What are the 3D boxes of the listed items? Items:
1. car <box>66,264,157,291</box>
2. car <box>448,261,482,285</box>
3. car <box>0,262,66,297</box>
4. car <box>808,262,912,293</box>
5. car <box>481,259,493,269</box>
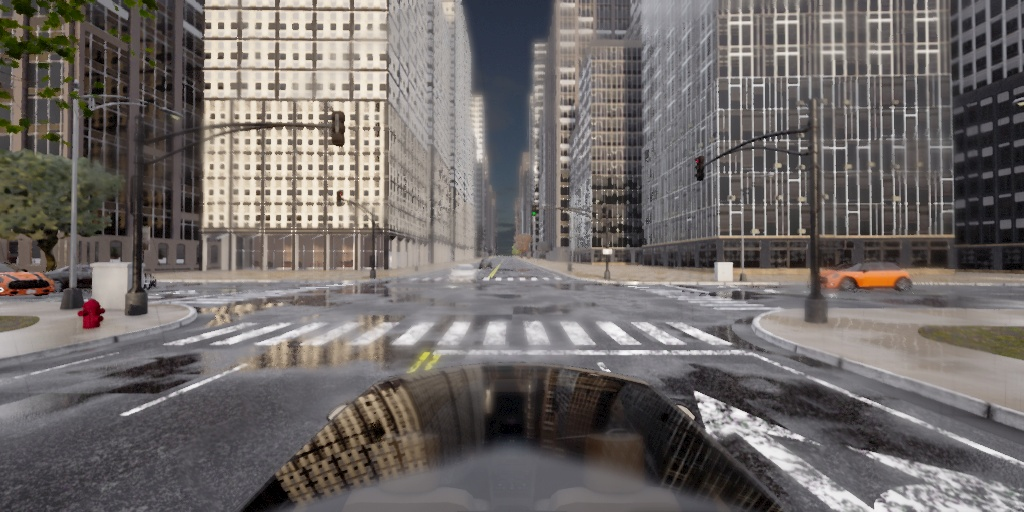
[{"bbox_3d":[-21.903,1.183,19.178,4.902,1.511,2.128,0,-1,2],"label":"car"},{"bbox_3d":[-3.549,1.347,27.097,1.812,1.442,4.674,0,1,-1],"label":"car"},{"bbox_3d":[-23.549,0.997,15.983,4.553,1.767,2.097,0,-1,2],"label":"car"},{"bbox_3d":[20.054,1.149,20.837,4.553,1.767,2.097,0,-1,2],"label":"car"},{"bbox_3d":[-3.997,1.178,54.643,1.837,1.490,4.892,0,0,-1],"label":"car"}]
